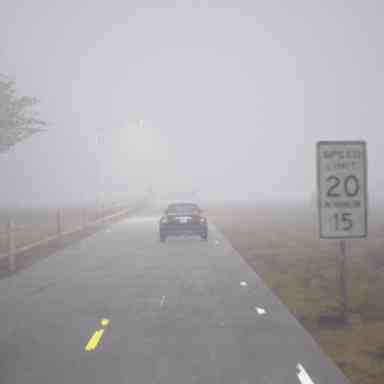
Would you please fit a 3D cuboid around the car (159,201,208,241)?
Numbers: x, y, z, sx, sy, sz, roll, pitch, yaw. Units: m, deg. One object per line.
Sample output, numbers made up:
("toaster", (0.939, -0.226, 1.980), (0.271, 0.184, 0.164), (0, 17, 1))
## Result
("car", (-0.419, 1.225, 16.132), (2.097, 1.767, 4.553), (-1, 0, -2))
